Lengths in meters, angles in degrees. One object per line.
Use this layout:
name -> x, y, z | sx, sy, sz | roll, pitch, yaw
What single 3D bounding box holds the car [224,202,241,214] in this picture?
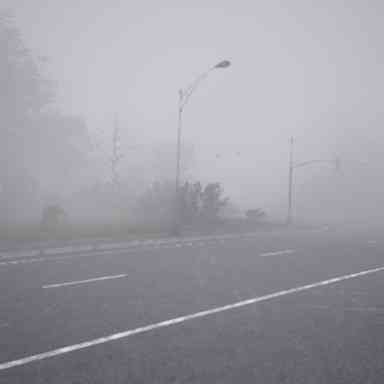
car -> 4.906, 2.057, 45.188 | 2.128, 1.511, 4.902 | 3, 0, -19
